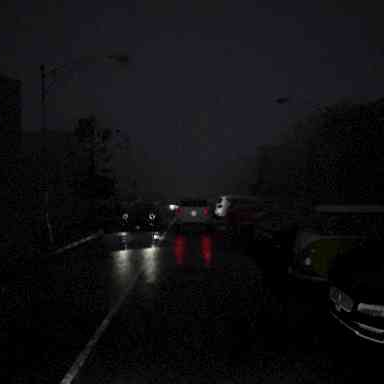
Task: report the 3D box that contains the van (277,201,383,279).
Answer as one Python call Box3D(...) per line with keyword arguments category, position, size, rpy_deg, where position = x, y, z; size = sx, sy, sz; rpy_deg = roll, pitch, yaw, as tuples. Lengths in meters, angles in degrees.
Box3D(category="van", position=(4.533, 1.285, 7.875), size=(4.442, 1.987, 1.878), rpy_deg=(0, 0, 0))

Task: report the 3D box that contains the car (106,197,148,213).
Box3D(category="car", position=(-7.650, 1.509, 39.673), size=(4.553, 1.767, 2.185), rpy_deg=(0, 0, 0))

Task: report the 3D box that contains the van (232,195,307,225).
Box3D(category="van", position=(4.766, 1.328, 19.049), size=(4.442, 1.987, 1.878), rpy_deg=(0, 0, 0))

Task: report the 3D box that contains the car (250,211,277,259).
Box3D(category="car", position=(4.644, 1.522, 10.792), size=(5.008, 1.535, 2.097), rpy_deg=(0, 0, 0))

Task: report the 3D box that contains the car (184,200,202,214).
Box3D(category="car", position=(0.099, 1.716, 39.184), size=(1.994, 1.385, 4.181), rpy_deg=(0, 0, 0))

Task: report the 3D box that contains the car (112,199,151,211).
Box3D(category="car", position=(-7.678, 1.686, 42.611), size=(4.674, 1.452, 2.002), rpy_deg=(0, 0, 0))

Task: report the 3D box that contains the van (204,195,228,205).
Box3D(category="van", position=(4.532, 1.496, 63.744), size=(4.442, 1.987, 1.878), rpy_deg=(0, 0, 0))

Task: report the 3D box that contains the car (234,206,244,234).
Box3D(category="car", position=(4.647, 1.583, 16.254), size=(4.674, 1.452, 2.002), rpy_deg=(0, 0, 0))

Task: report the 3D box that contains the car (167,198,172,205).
Box3D(category="car", position=(-3.034, 1.734, 62.537), size=(2.128, 1.511, 4.902), rpy_deg=(0, 0, 1))

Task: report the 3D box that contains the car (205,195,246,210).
Box3D(category="car", position=(4.621, 1.411, 46.985), size=(5.566, 2.045, 2.435), rpy_deg=(0, 0, 0))

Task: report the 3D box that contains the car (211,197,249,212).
Box3D(category="car", position=(4.680, 1.516, 41.523), size=(4.553, 1.767, 2.185), rpy_deg=(0, 0, 0))

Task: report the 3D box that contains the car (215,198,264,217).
Box3D(category="car", position=(4.681, 1.483, 33.017), size=(4.553, 1.767, 2.185), rpy_deg=(0, 0, 0))

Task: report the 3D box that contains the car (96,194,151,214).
Box3D(category="car", position=(-7.709, 1.373, 36.861), size=(5.566, 2.045, 2.435), rpy_deg=(0, 0, 0))

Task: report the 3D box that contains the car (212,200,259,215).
Box3D(category="car", position=(4.619, 1.649, 35.812), size=(4.792, 1.488, 2.163), rpy_deg=(0, 0, 0))

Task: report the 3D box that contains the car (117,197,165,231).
Box3D(category="car", position=(-3.100, 1.435, 21.231), size=(2.097, 1.767, 4.553), rpy_deg=(0, 0, 0))

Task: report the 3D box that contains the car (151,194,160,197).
Box3D(category="car", position=(-7.712, 1.555, 51.552), size=(4.553, 1.767, 2.185), rpy_deg=(0, 0, 0))

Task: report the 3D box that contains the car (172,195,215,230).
Box3D(category="car", position=(0.099, 1.306, 21.845), size=(2.150, 2.045, 5.566), rpy_deg=(0, 0, 0))

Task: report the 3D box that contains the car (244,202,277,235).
Box3D(category="car", position=(4.680, 1.407, 13.463), size=(4.553, 1.767, 2.185), rpy_deg=(0, 0, 0))

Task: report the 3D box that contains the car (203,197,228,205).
Box3D(category="car", position=(4.642, 1.706, 66.553), size=(4.892, 1.521, 2.231), rpy_deg=(0, 1, 0))

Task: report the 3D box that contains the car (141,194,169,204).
Box3D(category="car", position=(-7.653, 1.423, 69.081), size=(5.566, 2.045, 2.435), rpy_deg=(0, 1, 0))

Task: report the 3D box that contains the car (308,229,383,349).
Box3D(category="car", position=(4.656, 1.501, 5.081), size=(4.892, 1.521, 2.231), rpy_deg=(0, 0, 0))

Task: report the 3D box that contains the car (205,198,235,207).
Box3D(category="car", position=(4.643, 1.696, 55.490), size=(4.892, 1.521, 2.231), rpy_deg=(0, 0, 0))

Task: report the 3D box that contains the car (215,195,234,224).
Box3D(category="car", position=(4.677, 1.335, 27.431), size=(5.566, 2.045, 2.435), rpy_deg=(0, 0, 0))

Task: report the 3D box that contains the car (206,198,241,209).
Box3D(category="car", position=(4.643, 1.673, 49.779), size=(5.008, 1.535, 2.097), rpy_deg=(0, 0, 0))

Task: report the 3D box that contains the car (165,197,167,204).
Box3D(category="car", position=(-7.687, 1.710, 66.138), size=(5.008, 1.535, 2.097), rpy_deg=(0, 0, 0))
